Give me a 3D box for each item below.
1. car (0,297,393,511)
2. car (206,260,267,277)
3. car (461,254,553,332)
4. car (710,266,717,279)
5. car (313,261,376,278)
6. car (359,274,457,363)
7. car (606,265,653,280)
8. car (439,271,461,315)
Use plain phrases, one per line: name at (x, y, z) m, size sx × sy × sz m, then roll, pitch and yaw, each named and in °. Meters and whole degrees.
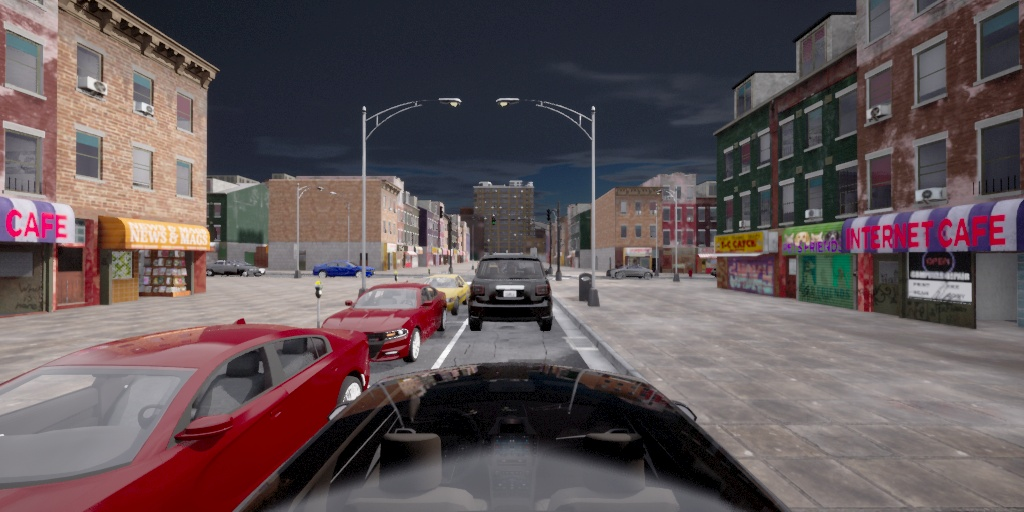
car at (-2.636, 1.295, 2.715) m, size 1.888 × 1.381 × 4.507 m, roll 0°, pitch 0°, yaw 0°
car at (-23.854, 1.102, 30.767) m, size 4.902 × 1.511 × 2.128 m, roll 0°, pitch 0°, yaw 0°
car at (-0.019, 0.976, 11.030) m, size 2.150 × 2.045 × 5.566 m, roll 0°, pitch 0°, yaw 1°
car at (21.890, 1.303, 33.906) m, size 5.566 × 2.045 × 2.150 m, roll 1°, pitch 0°, yaw 0°
car at (-14.355, 1.155, 30.803) m, size 5.008 × 1.535 × 1.882 m, roll 0°, pitch 0°, yaw -1°
car at (-2.630, 1.298, 8.210) m, size 1.888 × 1.381 × 4.507 m, roll 0°, pitch 0°, yaw 0°
car at (11.063, 1.487, 33.861) m, size 4.181 × 1.385 × 1.994 m, roll 1°, pitch 0°, yaw -1°
car at (-2.625, 1.282, 13.533) m, size 1.751 × 1.417 × 4.829 m, roll 0°, pitch 0°, yaw 0°
